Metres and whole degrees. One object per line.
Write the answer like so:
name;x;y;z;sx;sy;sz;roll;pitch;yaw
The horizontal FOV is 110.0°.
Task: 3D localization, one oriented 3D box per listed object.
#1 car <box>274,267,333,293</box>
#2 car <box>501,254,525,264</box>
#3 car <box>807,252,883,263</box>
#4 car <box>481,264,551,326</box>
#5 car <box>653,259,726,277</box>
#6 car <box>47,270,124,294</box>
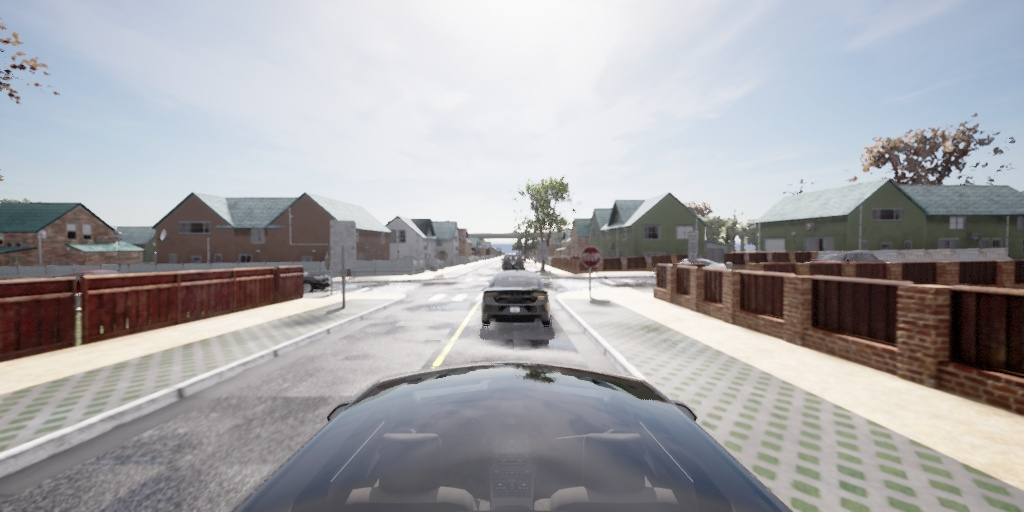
car;-13.277;1.390;21.234;5.008;1.535;1.882;-1;2;0
car;0.097;0.821;36.747;2.150;2.045;5.566;0;0;0
car;22.378;0.547;24.375;4.553;1.767;2.097;-1;2;0
car;0.199;1.186;11.504;1.882;1.535;5.008;0;0;3
car;12.039;0.903;24.319;4.674;1.442;1.812;-1;2;0
car;-24.252;1.577;21.176;5.008;1.535;1.882;-1;2;0
